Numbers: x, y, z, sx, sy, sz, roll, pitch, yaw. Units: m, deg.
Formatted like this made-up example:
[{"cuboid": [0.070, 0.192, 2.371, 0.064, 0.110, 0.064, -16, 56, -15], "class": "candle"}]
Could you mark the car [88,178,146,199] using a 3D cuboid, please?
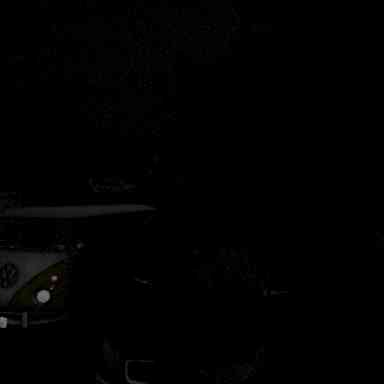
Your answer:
[{"cuboid": [-8.000, -0.345, 33.772, 5.566, 2.045, 2.435, 1, 6, 9], "class": "car"}]

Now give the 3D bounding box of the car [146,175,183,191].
[{"cuboid": [-3.641, -0.947, 41.687, 4.892, 1.521, 2.231, 1, 6, 9], "class": "car"}]

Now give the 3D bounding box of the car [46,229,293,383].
[{"cuboid": [0.380, 1.483, 5.158, 2.231, 1.521, 4.892, 1, -1, 15], "class": "car"}]

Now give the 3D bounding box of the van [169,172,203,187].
[{"cuboid": [-0.824, -1.742, 46.937, 4.442, 1.987, 1.878, 1, 6, 9], "class": "van"}]

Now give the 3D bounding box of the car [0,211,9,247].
[{"cuboid": [-9.440, 1.515, 12.124, 2.163, 1.488, 4.792, 0, -1, 14], "class": "car"}]

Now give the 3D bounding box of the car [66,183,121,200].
[{"cuboid": [-9.482, 0.229, 31.172, 4.674, 1.452, 2.002, 1, 6, 9], "class": "car"}]

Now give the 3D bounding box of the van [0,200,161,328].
[{"cuboid": [-2.122, 1.254, 6.776, 1.878, 1.987, 4.442, 1, -1, 15], "class": "van"}]

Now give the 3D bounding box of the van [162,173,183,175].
[{"cuboid": [-2.288, -1.457, 44.302, 4.442, 1.987, 1.878, 1, 6, 9], "class": "van"}]

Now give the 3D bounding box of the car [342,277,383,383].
[{"cuboid": [2.834, 1.522, 3.400, 2.002, 1.452, 4.674, 0, -1, 15], "class": "car"}]
